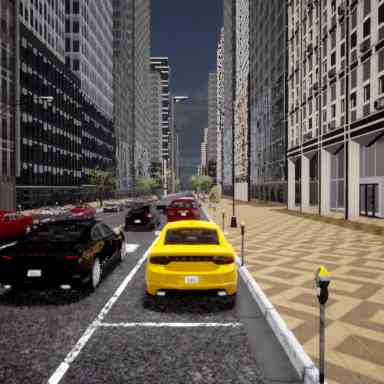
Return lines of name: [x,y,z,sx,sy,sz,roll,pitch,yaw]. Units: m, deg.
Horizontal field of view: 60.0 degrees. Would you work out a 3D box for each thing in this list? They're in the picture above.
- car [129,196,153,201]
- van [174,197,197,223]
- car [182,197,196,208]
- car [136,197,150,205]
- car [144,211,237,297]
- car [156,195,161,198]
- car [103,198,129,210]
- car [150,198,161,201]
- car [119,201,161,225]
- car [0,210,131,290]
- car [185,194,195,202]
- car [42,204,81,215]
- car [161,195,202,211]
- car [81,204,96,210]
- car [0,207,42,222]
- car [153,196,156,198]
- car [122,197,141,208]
car: [-6.214,1.485,39.016,2.128,1.511,4.902,0,0,0]
van: [-0.465,1.336,26.356,1.690,1.788,3.998,-1,0,0]
car: [-0.463,1.541,49.090,2.008,1.369,4.403,-1,0,0]
car: [-8.843,1.570,60.458,1.802,1.307,4.206,-1,0,0]
car: [-0.006,1.476,8.652,1.882,1.535,5.008,0,0,0]
car: [-8.844,1.509,77.339,1.752,1.417,4.829,-1,0,0]
car: [-8.844,1.544,37.723,2.008,1.369,4.403,-1,0,0]
car: [-3.082,1.594,36.230,1.895,1.301,4.718,0,0,0]
car: [-3.080,1.522,21.384,1.812,1.442,4.674,0,0,1]
car: [-3.147,1.476,9.109,1.882,1.535,5.008,0,0,0]
car: [-0.465,1.298,77.509,2.192,1.841,5.009,-1,0,0]
car: [-8.844,1.547,20.672,2.008,1.369,4.403,-1,0,0]
car: [-0.465,1.311,20.672,2.192,1.841,5.009,-1,0,0]
car: [-8.843,1.577,26.356,1.802,1.307,4.206,-1,0,0]
car: [-8.843,1.542,14.989,1.887,1.381,4.507,-1,0,0]
car: [-8.845,1.426,66.141,1.967,1.590,4.097,-1,0,0]
car: [-8.843,1.541,49.090,2.008,1.369,4.403,-1,0,0]
